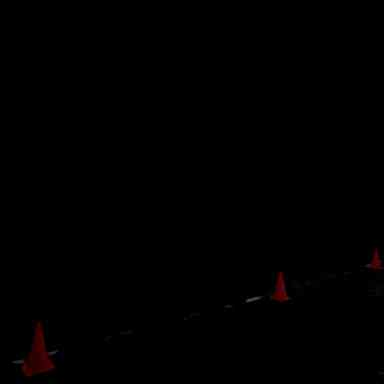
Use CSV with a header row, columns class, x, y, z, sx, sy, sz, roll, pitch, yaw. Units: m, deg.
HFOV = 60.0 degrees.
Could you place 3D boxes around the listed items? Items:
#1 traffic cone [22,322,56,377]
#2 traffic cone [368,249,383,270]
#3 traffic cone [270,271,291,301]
class,x,y,z,sx,sy,sz,roll,pitch,yaw
traffic cone,-1.976,1.973,4.290,0.340,0.580,0.340,1,-1,-36
traffic cone,5.738,2.074,10.360,0.340,0.580,0.340,1,-1,-40
traffic cone,1.932,2.023,7.260,0.340,0.580,0.340,1,-1,-38
